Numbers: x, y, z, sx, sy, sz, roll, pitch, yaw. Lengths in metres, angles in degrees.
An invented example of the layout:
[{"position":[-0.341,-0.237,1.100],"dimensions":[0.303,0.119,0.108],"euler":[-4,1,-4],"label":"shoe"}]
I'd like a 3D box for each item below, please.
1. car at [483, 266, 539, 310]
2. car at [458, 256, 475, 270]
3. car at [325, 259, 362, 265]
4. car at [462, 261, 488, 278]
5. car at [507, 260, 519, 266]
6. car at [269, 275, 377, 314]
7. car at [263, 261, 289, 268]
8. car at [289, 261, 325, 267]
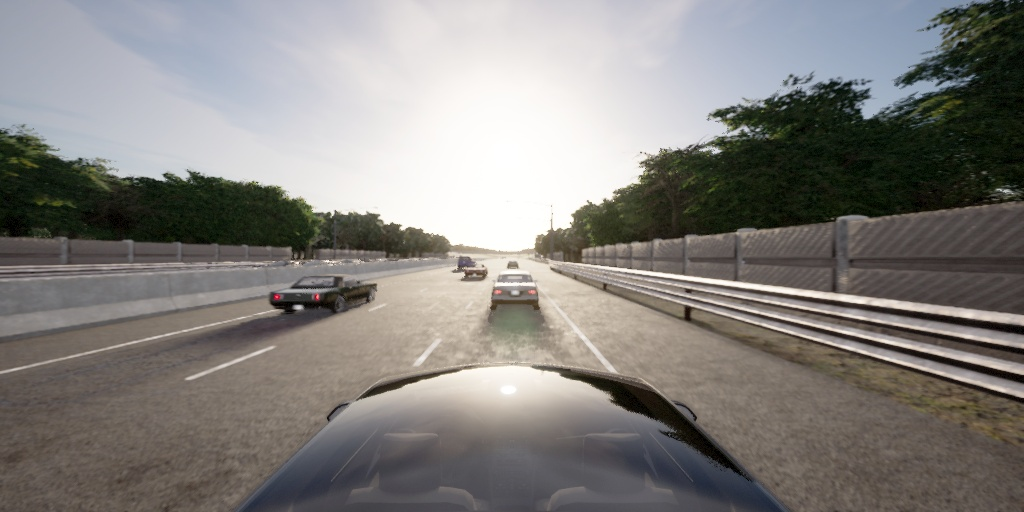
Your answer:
[{"position":[0.109,1.308,14.794],"dimensions":[2.033,1.411,5.357],"euler":[0,0,0],"label":"car"},{"position":[-6.853,1.006,54.142],"dimensions":[2.150,2.045,5.566],"euler":[0,0,0],"label":"car"},{"position":[-17.469,1.167,38.177],"dimensions":[2.097,1.767,4.553],"euler":[0,0,0],"label":"car"},{"position":[-3.372,1.375,34.686],"dimensions":[1.895,1.301,4.718],"euler":[0,0,0],"label":"car"},{"position":[0.154,1.355,63.659],"dimensions":[1.994,1.385,4.181],"euler":[0,0,0],"label":"car"},{"position":[-6.888,1.360,13.802],"dimensions":[1.895,1.301,4.718],"euler":[0,0,0],"label":"car"},{"position":[-24.469,1.337,38.154],"dimensions":[1.837,1.490,4.892],"euler":[0,0,0],"label":"car"},{"position":[-20.970,1.266,38.135],"dimensions":[1.882,1.535,5.008],"euler":[0,0,0],"label":"car"}]
